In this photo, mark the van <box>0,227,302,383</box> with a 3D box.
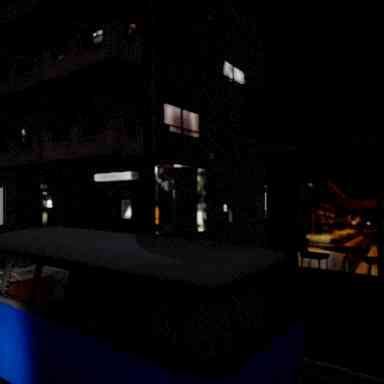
[{"bbox_3d":[-0.895,1.349,3.528,3.998,1.788,1.690,0,-1,36],"label":"van"}]
